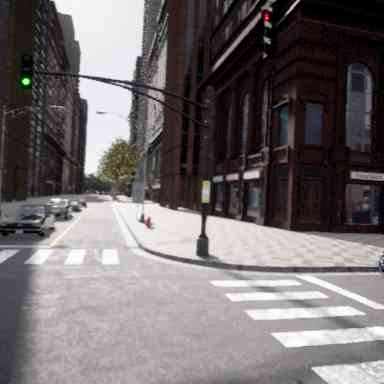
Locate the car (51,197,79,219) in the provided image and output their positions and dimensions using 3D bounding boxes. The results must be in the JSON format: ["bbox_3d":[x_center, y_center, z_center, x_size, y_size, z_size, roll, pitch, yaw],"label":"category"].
[{"bbox_3d":[-10.626,1.301,26.547,2.128,1.511,4.902,3,-1,-14],"label":"car"}]

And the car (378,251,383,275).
[{"bbox_3d":[8.046,1.893,9.947,4.553,1.767,2.097,3,-1,-13],"label":"car"}]

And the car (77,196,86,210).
[{"bbox_3d":[-13.168,1.363,36.542,2.033,1.411,5.357,3,-1,-14],"label":"car"}]

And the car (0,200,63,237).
[{"bbox_3d":[-8.194,1.358,17.094,2.033,1.411,5.357,3,-1,-15],"label":"car"}]

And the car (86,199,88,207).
[{"bbox_3d":[-15.690,1.352,46.564,1.812,1.442,4.674,3,-1,-14],"label":"car"}]
